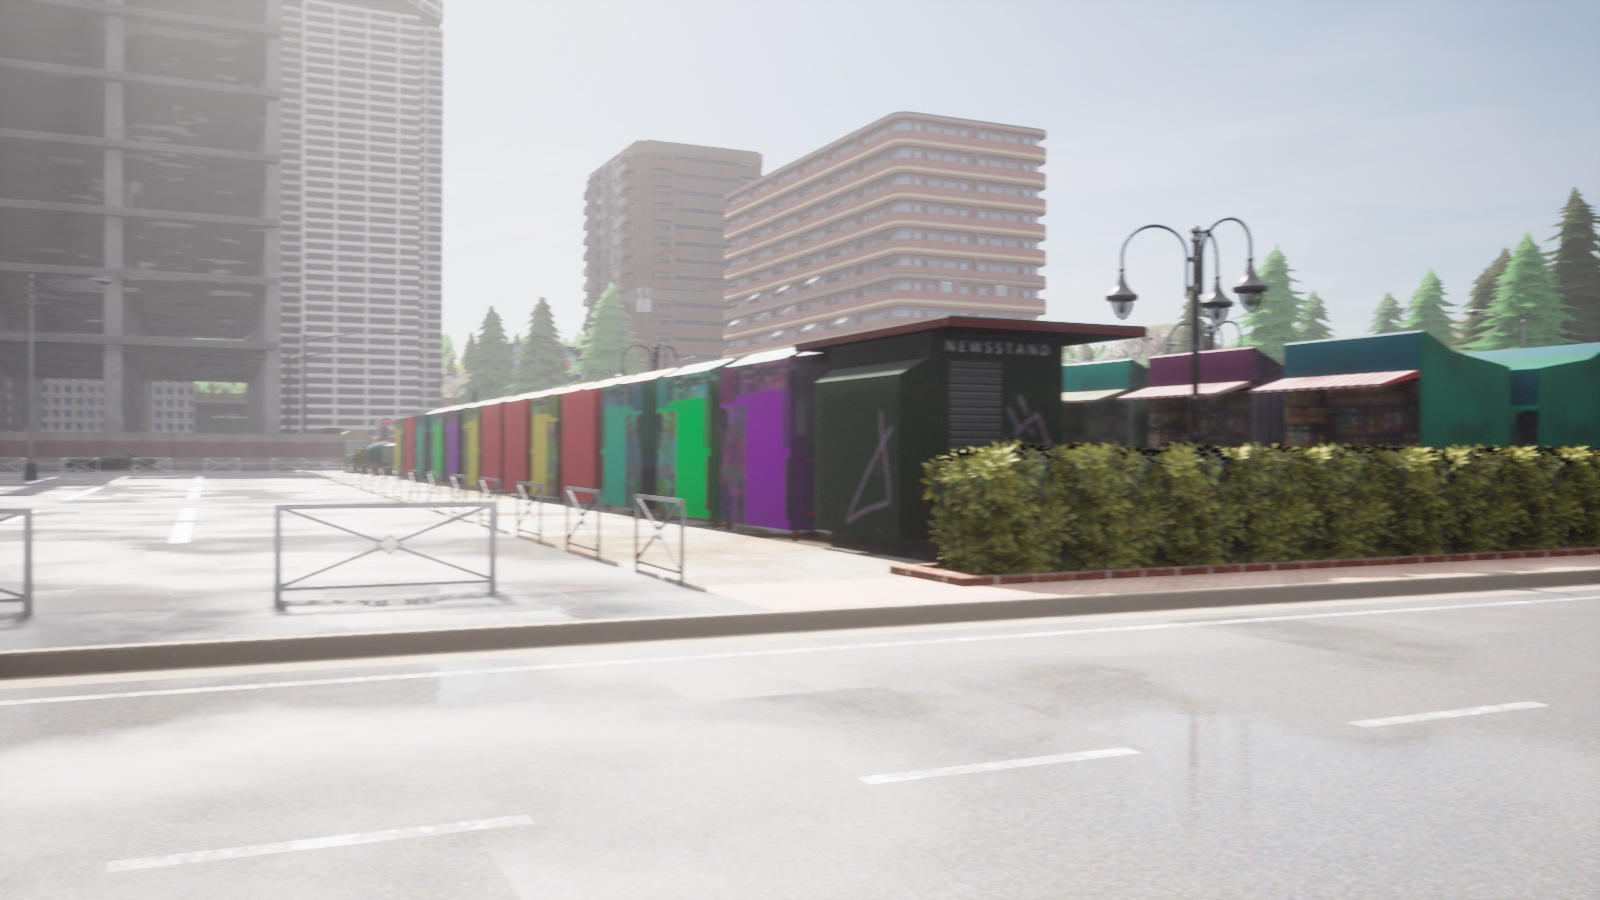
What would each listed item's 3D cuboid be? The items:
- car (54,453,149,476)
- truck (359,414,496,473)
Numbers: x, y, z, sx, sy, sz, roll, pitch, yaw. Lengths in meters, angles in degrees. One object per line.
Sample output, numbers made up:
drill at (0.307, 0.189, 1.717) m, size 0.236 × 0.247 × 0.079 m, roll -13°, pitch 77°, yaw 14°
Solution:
car at (-40.460, 0.847, 72.868) m, size 4.718 × 1.301 × 1.895 m, roll 0°, pitch 0°, yaw -26°
truck at (-24.956, -0.425, 84.214) m, size 8.468 × 3.827 × 2.891 m, roll 0°, pitch 0°, yaw -26°
